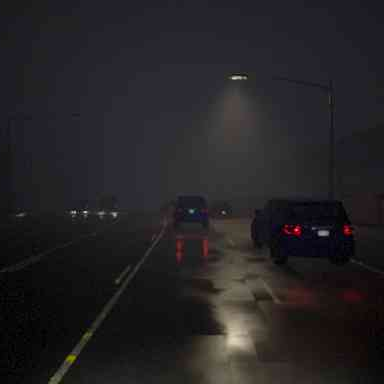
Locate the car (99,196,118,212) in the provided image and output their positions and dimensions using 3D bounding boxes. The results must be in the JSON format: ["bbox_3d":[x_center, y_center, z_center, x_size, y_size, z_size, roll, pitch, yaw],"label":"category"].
[{"bbox_3d":[-10.870,1.534,43.230,2.150,2.045,5.566,0,-2,-16],"label":"car"}]

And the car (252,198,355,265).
[{"bbox_3d":[3.597,1.225,11.799,2.150,2.045,5.566,0,0,0],"label":"car"}]

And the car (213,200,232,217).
[{"bbox_3d":[2.433,1.567,31.342,1.837,1.490,4.892,0,-1,-7],"label":"car"}]

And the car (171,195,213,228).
[{"bbox_3d":[-0.180,1.231,22.267,2.150,2.045,5.566,0,0,-3],"label":"car"}]

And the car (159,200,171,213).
[{"bbox_3d":[-2.938,1.727,40.990,2.128,1.511,4.902,0,-1,-13],"label":"car"}]

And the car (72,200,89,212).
[{"bbox_3d":[-14.994,1.883,44.788,1.837,1.490,4.892,1,-3,-17],"label":"car"}]
